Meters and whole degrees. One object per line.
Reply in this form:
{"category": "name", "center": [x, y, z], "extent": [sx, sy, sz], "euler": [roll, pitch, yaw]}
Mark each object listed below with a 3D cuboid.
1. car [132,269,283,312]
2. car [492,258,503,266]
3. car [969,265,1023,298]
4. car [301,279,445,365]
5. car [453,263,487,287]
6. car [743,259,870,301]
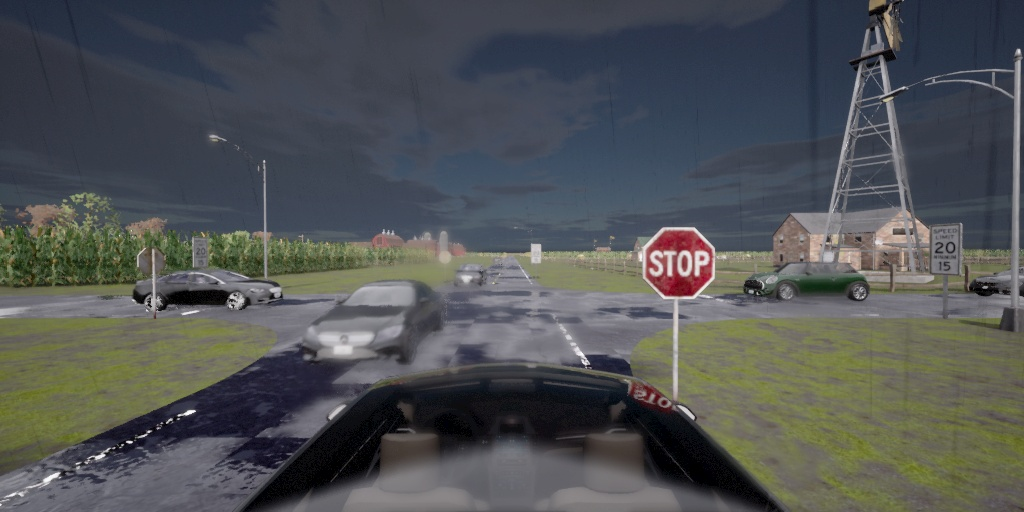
{"category": "car", "center": [-11.716, 1.289, 14.030], "extent": [4.902, 1.511, 2.128], "euler": [0, 1, -3]}
{"category": "car", "center": [-2.657, 1.029, 65.157], "extent": [2.128, 1.511, 4.902], "euler": [0, 0, 0]}
{"category": "car", "center": [23.463, 1.144, 15.856], "extent": [4.892, 1.490, 1.837], "euler": [0, 1, 2]}
{"category": "car", "center": [-2.741, 1.276, 8.161], "extent": [1.812, 1.442, 4.674], "euler": [0, 0, 0]}
{"category": "car", "center": [-2.717, 1.235, 24.109], "extent": [2.128, 1.511, 4.902], "euler": [0, 0, 0]}
{"category": "car", "center": [13.085, 1.027, 16.179], "extent": [4.553, 1.767, 2.097], "euler": [0, 1, 2]}
